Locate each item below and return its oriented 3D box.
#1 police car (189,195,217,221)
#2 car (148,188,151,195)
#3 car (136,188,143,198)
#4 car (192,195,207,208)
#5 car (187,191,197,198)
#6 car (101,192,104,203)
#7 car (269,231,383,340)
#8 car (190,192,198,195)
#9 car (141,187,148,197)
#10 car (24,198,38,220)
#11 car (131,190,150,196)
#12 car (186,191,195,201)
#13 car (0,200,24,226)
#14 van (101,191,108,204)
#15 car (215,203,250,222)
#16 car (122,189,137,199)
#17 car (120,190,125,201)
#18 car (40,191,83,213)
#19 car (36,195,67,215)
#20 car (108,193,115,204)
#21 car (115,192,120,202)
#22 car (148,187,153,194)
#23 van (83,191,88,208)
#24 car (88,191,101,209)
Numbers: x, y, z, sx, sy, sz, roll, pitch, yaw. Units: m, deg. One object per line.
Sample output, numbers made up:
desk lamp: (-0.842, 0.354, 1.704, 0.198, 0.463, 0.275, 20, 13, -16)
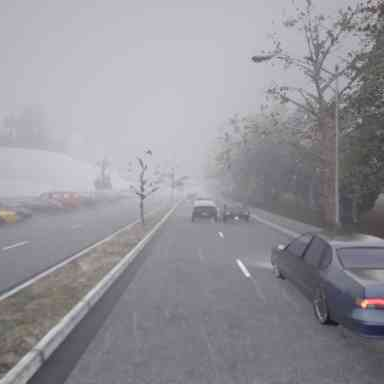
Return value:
police car: (0.898, 1.279, 25.531, 1.930, 1.638, 5.238, 0, 1, 0)
car: (-13.666, 0.378, 83.454, 5.366, 1.575, 1.946, -1, 1, -20)
car: (-14.016, 0.627, 71.309, 5.366, 1.575, 1.946, -1, 1, -20)
car: (0.897, 1.123, 41.422, 1.837, 1.490, 4.892, 0, 1, 0)
car: (-0.006, 0.461, 76.992, 2.128, 1.511, 4.902, 0, 1, 0)
car: (-13.854, 1.112, 41.418, 4.892, 1.521, 2.231, -1, 1, -20)
car: (3.065, 1.535, 6.947, 2.033, 1.411, 5.357, 0, 0, 0)
car: (0.898, 1.165, 35.610, 1.801, 1.575, 5.366, 0, 1, 0)
car: (-13.819, 0.266, 77.396, 5.566, 2.045, 2.435, -1, 1, -20)
car: (-13.842, 1.401, 23.527, 4.792, 1.488, 2.163, -1, 0, -20)
car: (-13.860, 0.264, 89.380, 4.792, 1.488, 2.163, -1, 2, -20)
car: (-0.005, 0.793, 61.995, 1.837, 1.490, 4.892, 0, 1, 0)
car: (-13.699, 1.396, 20.599, 5.366, 1.575, 1.946, -1, 0, -20)
van: (-13.970, 0.839, 44.354, 4.442, 1.987, 1.878, -1, 1, -20)
car: (3.079, 1.461, 25.043, 1.895, 1.301, 4.718, 0, 1, 0)
car: (-13.822, 0.755, 65.387, 4.792, 1.488, 2.163, -1, 1, -20)
car: (-13.828, 0.948, 53.383, 4.792, 1.488, 2.163, -1, 1, -20)
car: (-13.894, 1.003, 32.450, 5.566, 2.045, 2.435, -1, 1, -20)
car: (-13.863, 1.335, 29.484, 4.674, 1.452, 2.002, -1, 1, -20)
car: (-13.829, 0.889, 47.390, 4.553, 1.767, 2.185, -1, 1, -20)
car: (-13.851, 1.007, 50.365, 4.674, 1.452, 2.002, -1, 1, -20)
car: (-13.865, 0.062, 86.374, 5.566, 2.045, 2.435, -1, 2, -20)
van: (-13.758, 0.978, 35.494, 4.442, 1.987, 1.878, -1, 1, -20)
car: (-13.840, 0.907, 38.446, 5.566, 2.045, 2.435, -1, 1, -20)
